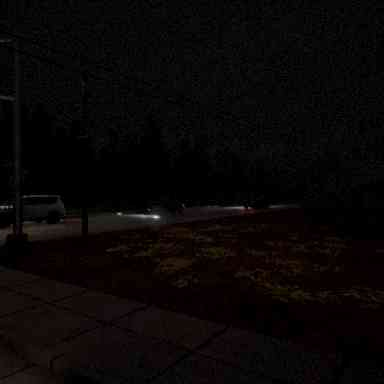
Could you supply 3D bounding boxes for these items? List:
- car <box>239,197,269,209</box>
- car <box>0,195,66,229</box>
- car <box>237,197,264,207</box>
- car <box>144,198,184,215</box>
[{"bbox_3d":[8.344,1.360,42.830,2.128,1.511,4.902,0,0,37],"label":"car"},{"bbox_3d":[-11.339,1.245,22.467,2.150,2.045,5.566,0,0,37],"label":"car"},{"bbox_3d":[8.762,1.450,49.470,1.895,1.301,4.718,0,0,37],"label":"car"},{"bbox_3d":[-2.762,1.451,34.044,1.837,1.490,4.892,0,1,37],"label":"car"}]
